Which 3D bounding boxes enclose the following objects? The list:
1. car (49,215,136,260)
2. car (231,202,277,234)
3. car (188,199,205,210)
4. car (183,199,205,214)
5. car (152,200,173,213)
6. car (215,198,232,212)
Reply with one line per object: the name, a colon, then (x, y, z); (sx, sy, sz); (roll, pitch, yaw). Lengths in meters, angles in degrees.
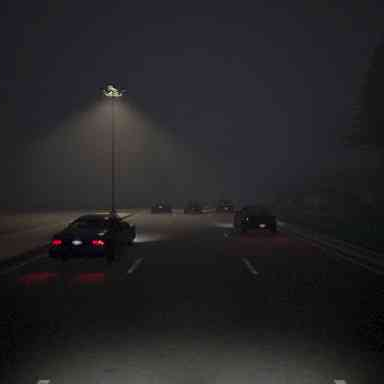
car: (-3.396, 1.547, 12.324); (2.033, 1.411, 5.357); (0, 0, 0)
car: (3.605, 1.525, 19.313); (1.812, 1.442, 4.674); (0, 0, 0)
car: (0.650, 1.601, 44.537); (1.895, 1.301, 4.718); (0, 0, 6)
car: (0.149, 1.526, 35.381); (1.812, 1.442, 4.674); (0, 0, 1)
car: (-3.312, 1.563, 37.187); (1.994, 1.385, 4.181); (0, 0, 1)
car: (3.734, 1.504, 38.372); (1.837, 1.490, 4.892); (0, 0, 2)
